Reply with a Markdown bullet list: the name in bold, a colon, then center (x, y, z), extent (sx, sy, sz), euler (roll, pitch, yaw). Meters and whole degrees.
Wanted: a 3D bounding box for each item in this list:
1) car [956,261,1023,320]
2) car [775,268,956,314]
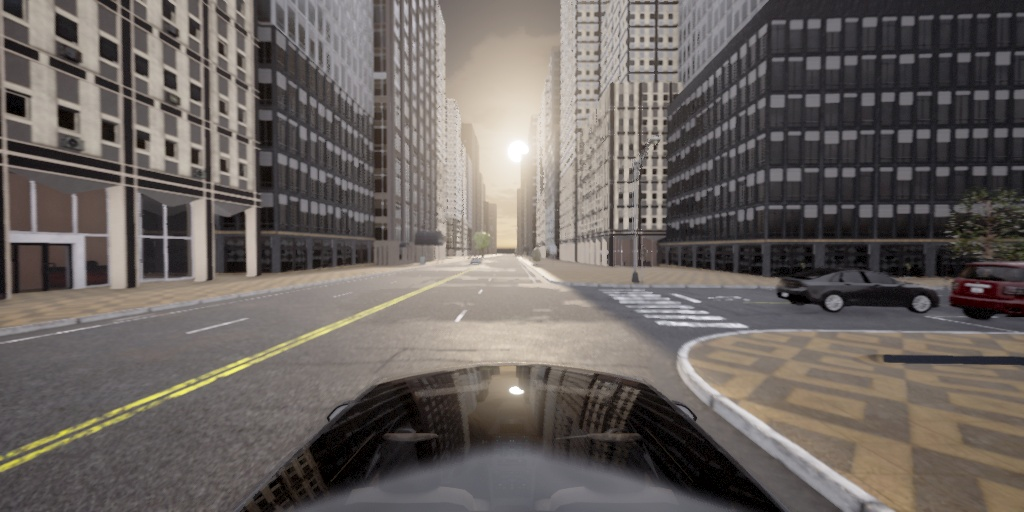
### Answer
- **car**: center (15.984, 1.091, 10.386), extent (5.009, 1.841, 2.192), euler (0, 0, 3)
- **car**: center (12.582, 1.215, 13.228), extent (4.892, 1.490, 1.837), euler (0, 1, 3)
